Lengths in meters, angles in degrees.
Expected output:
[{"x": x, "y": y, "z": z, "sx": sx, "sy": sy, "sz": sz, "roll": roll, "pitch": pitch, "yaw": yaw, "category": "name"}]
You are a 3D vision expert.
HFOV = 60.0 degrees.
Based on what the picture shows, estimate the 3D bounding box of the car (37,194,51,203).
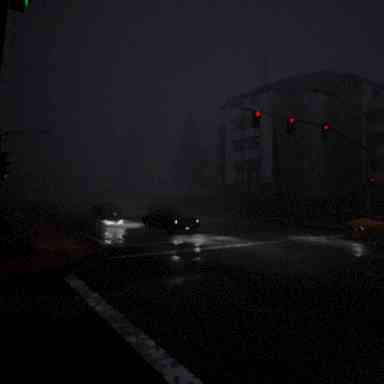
[{"x": -37.765, "y": 1.653, "z": 85.095, "sx": 2.150, "sy": 2.045, "sz": 5.566, "roll": 1, "pitch": -1, "yaw": -40, "category": "car"}]

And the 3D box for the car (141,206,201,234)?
[{"x": -1.427, "y": 1.786, "z": 20.988, "sx": 1.895, "sy": 1.301, "sz": 4.718, "roll": 1, "pitch": -1, "yaw": -32, "category": "car"}]

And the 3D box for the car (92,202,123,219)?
[{"x": -8.118, "y": 1.724, "z": 31.612, "sx": 2.128, "sy": 1.511, "sz": 4.902, "roll": 1, "pitch": -1, "yaw": -32, "category": "car"}]

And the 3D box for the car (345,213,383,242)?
[{"x": 10.619, "y": 1.738, "z": 17.155, "sx": 5.008, "sy": 1.535, "sz": 1.882, "roll": 0, "pitch": 3, "yaw": 7, "category": "car"}]

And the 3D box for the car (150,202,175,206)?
[{"x": -3.472, "y": 1.818, "z": 37.538, "sx": 1.882, "sy": 1.535, "sz": 5.008, "roll": 1, "pitch": -1, "yaw": -32, "category": "car"}]
